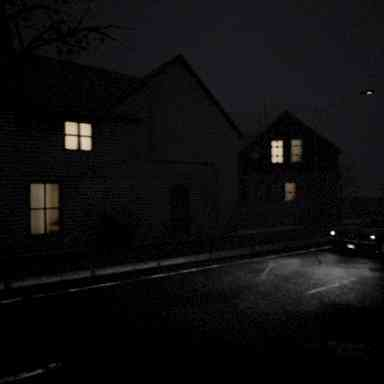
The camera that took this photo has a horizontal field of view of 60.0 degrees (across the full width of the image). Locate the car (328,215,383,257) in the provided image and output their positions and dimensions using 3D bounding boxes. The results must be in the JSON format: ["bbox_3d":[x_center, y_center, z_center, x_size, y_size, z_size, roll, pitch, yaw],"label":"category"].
[{"bbox_3d":[7.357,1.588,12.918,4.718,1.301,1.895,0,0,-35],"label":"car"}]
